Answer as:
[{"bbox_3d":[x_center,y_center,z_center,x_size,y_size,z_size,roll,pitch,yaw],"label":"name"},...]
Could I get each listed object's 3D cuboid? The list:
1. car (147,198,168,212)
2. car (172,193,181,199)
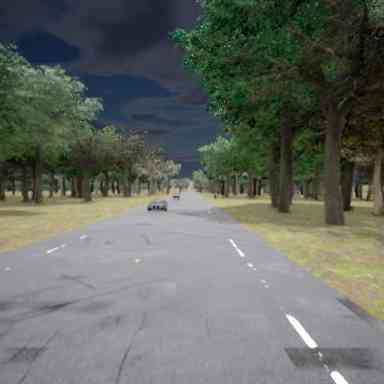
[{"bbox_3d":[-3.595,1.370,35.414,1.994,1.385,4.181,0,0,0],"label":"car"},{"bbox_3d":[-3.509,0.934,75.869,2.033,1.411,5.357,0,1,0],"label":"car"}]
